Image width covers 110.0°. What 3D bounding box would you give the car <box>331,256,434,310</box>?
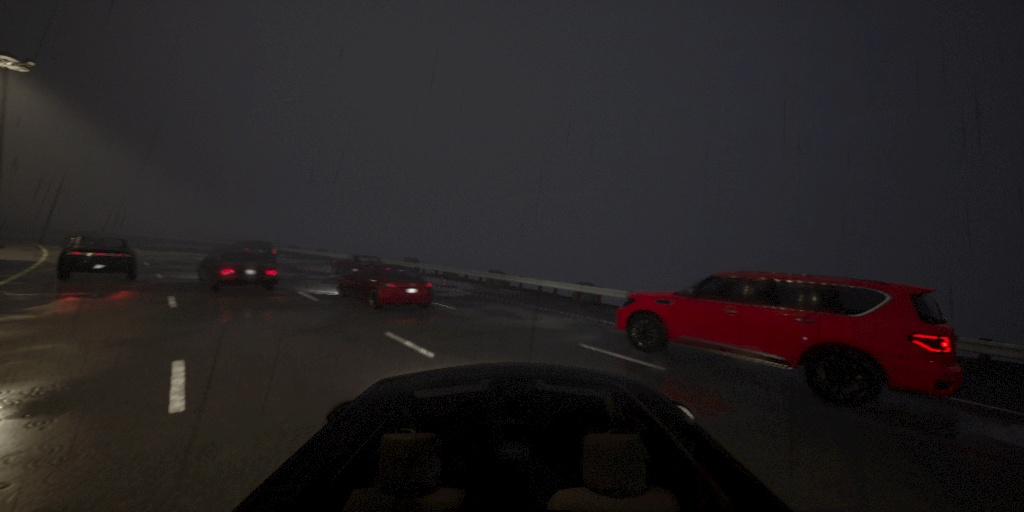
[{"bbox_3d":[-4.511,0.941,12.592,1.994,1.385,4.181,4,0,-44],"label":"car"}]

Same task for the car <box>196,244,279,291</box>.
[{"bbox_3d":[-10.599,0.459,13.771,5.357,1.411,2.033,5,0,43],"label":"car"}]

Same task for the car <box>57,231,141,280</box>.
[{"bbox_3d":[-15.723,0.015,13.724,4.902,1.511,2.128,5,0,42],"label":"car"}]

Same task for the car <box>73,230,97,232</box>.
[{"bbox_3d":[-31.589,-1.188,26.507,4.674,1.442,1.812,5,0,35],"label":"car"}]

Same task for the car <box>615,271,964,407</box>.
[{"bbox_3d":[5.016,1.333,7.518,2.150,2.045,5.566,5,0,-42],"label":"car"}]

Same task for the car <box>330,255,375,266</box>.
[{"bbox_3d":[-9.426,0.579,22.177,4.718,1.301,1.895,4,0,42],"label":"car"}]

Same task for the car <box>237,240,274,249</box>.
[{"bbox_3d":[-18.399,-0.360,25.292,4.553,1.767,2.097,4,0,39],"label":"car"}]
